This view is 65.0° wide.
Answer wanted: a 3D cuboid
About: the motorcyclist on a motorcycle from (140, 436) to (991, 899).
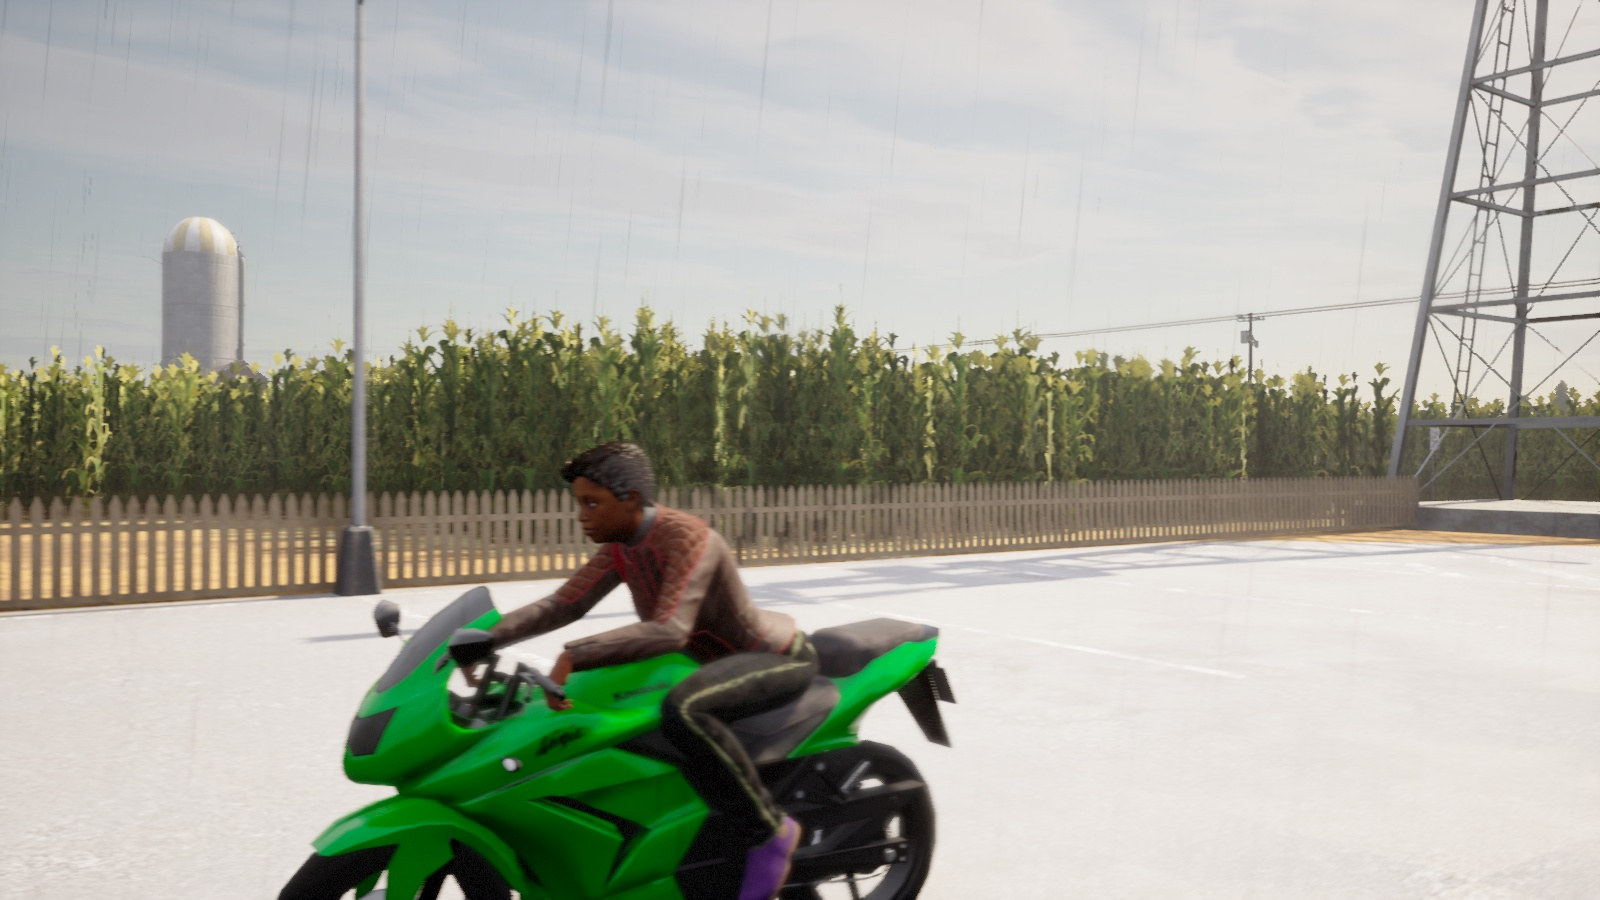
[{"bbox_3d":[-0.528,0.736,3.291,2.044,1.523,0.797,0,0,-35],"label":"motorcyclist on a motorcycle"}]
